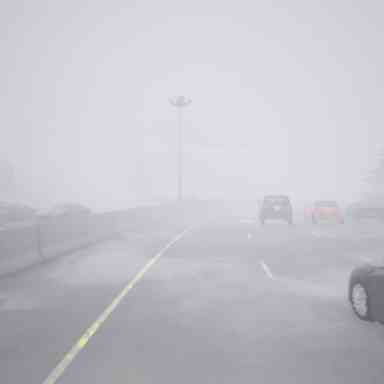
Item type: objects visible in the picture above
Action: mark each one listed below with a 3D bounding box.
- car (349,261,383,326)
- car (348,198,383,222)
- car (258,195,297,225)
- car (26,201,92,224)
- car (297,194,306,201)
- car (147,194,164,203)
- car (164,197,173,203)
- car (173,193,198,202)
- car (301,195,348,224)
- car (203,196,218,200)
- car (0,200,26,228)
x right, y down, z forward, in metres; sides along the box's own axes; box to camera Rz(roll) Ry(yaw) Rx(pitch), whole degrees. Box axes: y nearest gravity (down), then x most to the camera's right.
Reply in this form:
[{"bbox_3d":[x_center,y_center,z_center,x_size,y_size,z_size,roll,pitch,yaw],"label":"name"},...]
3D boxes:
[{"bbox_3d":[3.786,1.509,4.325,1.837,1.490,4.892,0,0,2],"label":"car"},{"bbox_3d":[13.660,1.482,26.551,1.882,1.535,5.008,0,0,12],"label":"car"},{"bbox_3d":[6.038,1.208,24.303,2.150,2.045,5.566,0,0,10],"label":"car"},{"bbox_3d":[-8.623,1.426,22.599,1.882,1.535,5.008,0,0,9],"label":"car"},{"bbox_3d":[28.864,1.323,86.553,2.097,1.767,4.553,0,0,38],"label":"car"},{"bbox_3d":[-6.927,1.254,64.962,2.097,1.767,4.553,0,0,24],"label":"car"},{"bbox_3d":[-3.007,1.437,65.120,1.812,1.442,4.674,0,0,24],"label":"car"},{"bbox_3d":[-0.750,1.145,61.617,2.150,2.045,5.566,0,0,24],"label":"car"},{"bbox_3d":[9.738,1.348,24.817,2.097,1.767,4.553,0,0,11],"label":"car"},{"bbox_3d":[3.588,1.480,62.739,2.033,1.411,5.357,0,0,24],"label":"car"},{"bbox_3d":[-12.253,1.487,22.290,2.033,1.411,5.357,0,0,9],"label":"car"}]
